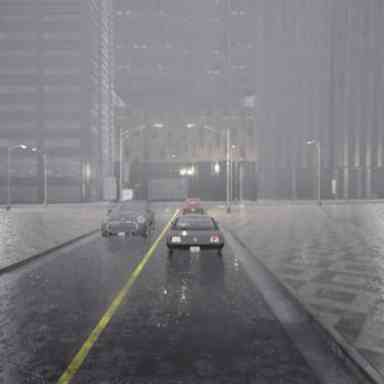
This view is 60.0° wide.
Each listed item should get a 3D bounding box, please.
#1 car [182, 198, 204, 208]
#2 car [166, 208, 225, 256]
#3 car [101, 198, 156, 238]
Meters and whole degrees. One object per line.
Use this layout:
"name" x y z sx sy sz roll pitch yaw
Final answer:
"car" 0.117 1.292 29.792 1.812 1.442 4.674 0 0 0
"car" 0.105 1.501 12.667 1.895 1.301 4.718 0 0 0
"car" -3.047 1.219 16.743 2.097 1.767 4.553 0 1 1
